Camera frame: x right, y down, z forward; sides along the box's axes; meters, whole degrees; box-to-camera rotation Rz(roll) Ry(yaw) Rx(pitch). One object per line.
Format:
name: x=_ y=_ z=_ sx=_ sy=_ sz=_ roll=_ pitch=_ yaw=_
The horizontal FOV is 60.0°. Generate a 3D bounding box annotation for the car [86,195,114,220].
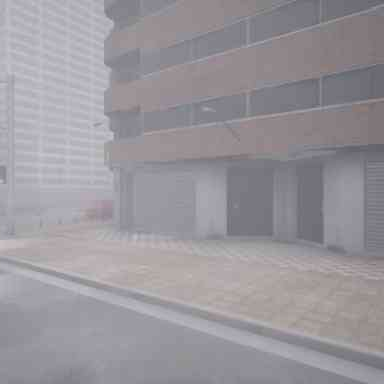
car: x=-6.608 y=1.352 z=28.308 sx=2.097 sy=1.767 sz=4.553 roll=0 pitch=0 yaw=37

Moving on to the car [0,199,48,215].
car: x=-16.726 y=1.505 z=32.660 sx=1.837 sy=1.490 sz=4.892 roll=0 pitch=0 yaw=37

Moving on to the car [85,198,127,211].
car: x=-10.478 y=1.505 z=40.915 sx=1.837 sy=1.490 sz=4.892 roll=0 pitch=0 yaw=37
